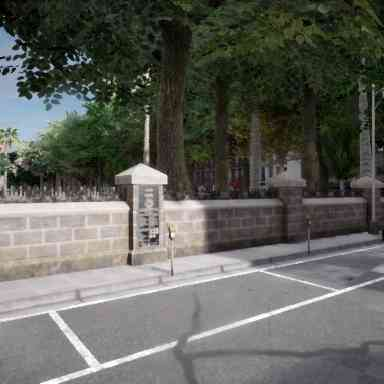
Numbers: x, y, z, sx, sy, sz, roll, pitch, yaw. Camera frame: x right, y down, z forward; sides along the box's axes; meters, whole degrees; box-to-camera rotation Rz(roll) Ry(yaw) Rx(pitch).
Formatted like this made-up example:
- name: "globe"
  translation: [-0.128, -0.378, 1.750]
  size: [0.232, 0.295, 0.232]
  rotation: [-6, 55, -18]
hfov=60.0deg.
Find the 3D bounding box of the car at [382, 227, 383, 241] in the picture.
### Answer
- name: "car"
  translation: [9.756, 1.310, 13.500]
  size: [5.009, 1.841, 2.192]
  rotation: [0, 0, -36]
